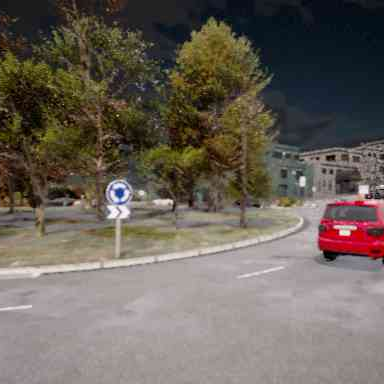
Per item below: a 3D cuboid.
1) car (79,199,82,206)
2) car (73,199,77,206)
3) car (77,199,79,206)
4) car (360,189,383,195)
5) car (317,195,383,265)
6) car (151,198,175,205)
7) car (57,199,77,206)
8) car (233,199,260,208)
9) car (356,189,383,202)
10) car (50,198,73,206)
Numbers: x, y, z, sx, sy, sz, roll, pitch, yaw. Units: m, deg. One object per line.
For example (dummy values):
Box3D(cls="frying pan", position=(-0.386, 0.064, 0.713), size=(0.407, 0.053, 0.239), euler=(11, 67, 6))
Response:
Box3D(cls="car", position=(-33.045, 3.083, 89.188), size=(5.366, 1.575, 1.946), euler=(1, -2, -28))
Box3D(cls="car", position=(-31.636, 2.465, 80.461), size=(5.566, 2.045, 2.435), euler=(1, -3, -29))
Box3D(cls="car", position=(-32.025, 2.593, 83.435), size=(5.566, 2.045, 2.435), euler=(1, -3, -28))
Box3D(cls="car", position=(28.462, 0.573, 50.597), size=(5.566, 2.045, 2.150), euler=(-4, 1, -32))
Box3D(cls="car", position=(6.484, 1.276, 11.765), size=(5.566, 2.045, 2.150), euler=(-1, 0, -44))
Box3D(cls="car", position=(-4.833, 1.707, 57.760), size=(4.674, 1.442, 1.812), euler=(1, -2, 15))
Box3D(cls="car", position=(-32.500, 2.844, 86.335), size=(4.553, 1.767, 2.185), euler=(1, -3, -28))
Box3D(cls="car", position=(7.960, 1.627, 48.958), size=(1.994, 1.385, 4.181), euler=(2, -2, -37))
Box3D(cls="car", position=(29.434, 0.598, 54.818), size=(4.553, 1.767, 2.097), euler=(-4, 1, -33))
Box3D(cls="car", position=(-31.162, 2.592, 77.530), size=(4.892, 1.521, 2.231), euler=(1, -3, -29))
